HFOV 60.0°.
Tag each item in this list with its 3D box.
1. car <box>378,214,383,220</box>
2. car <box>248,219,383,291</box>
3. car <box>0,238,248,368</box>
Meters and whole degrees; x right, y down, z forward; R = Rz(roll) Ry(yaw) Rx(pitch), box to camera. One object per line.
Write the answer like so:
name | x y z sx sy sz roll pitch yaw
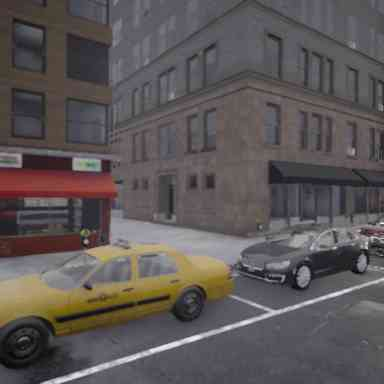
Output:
car | 7.639 1.477 12.209 4.097 1.590 1.967 0 0 -36
car | 3.167 1.572 9.019 4.403 1.369 2.008 0 0 -36
car | -1.442 1.531 5.729 4.829 1.417 1.752 0 0 -36
